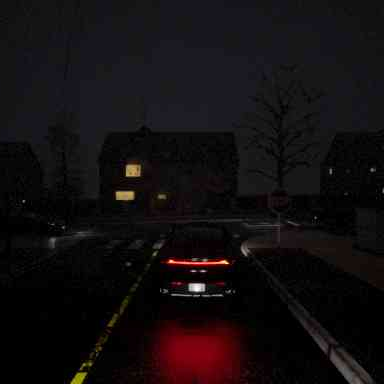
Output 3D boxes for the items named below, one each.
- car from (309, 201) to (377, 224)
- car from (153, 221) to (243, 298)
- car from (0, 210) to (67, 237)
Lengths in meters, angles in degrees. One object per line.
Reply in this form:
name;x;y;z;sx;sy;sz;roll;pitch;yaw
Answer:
car;10.210;1.295;21.646;4.718;1.301;1.895;-1;1;-1
car;0.187;1.505;8.520;1.837;1.490;4.892;0;0;2
car;-9.400;1.728;18.531;4.674;1.442;1.812;-1;1;5
